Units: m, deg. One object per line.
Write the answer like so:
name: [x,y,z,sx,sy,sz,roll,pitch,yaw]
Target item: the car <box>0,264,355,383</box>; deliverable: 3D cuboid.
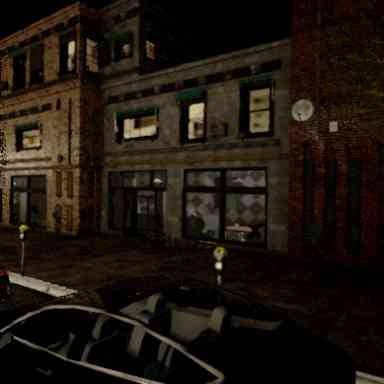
car: [-0.683,1.560,3.350,4.313,1.339,1.947,0,1,36]
